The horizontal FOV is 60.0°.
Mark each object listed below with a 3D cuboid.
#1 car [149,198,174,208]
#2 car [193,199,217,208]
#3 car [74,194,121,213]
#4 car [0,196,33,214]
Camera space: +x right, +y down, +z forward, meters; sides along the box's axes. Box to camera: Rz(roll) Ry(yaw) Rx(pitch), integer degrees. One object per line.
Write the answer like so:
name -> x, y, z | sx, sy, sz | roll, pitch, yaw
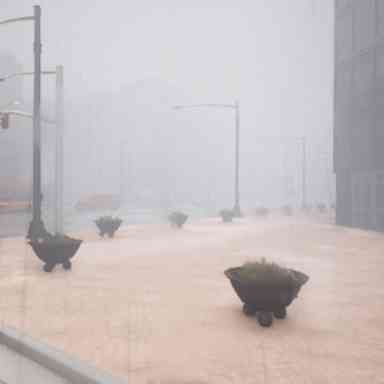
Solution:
car -> -4.757, 1.711, 52.328 | 2.128, 1.511, 4.902 | 1, -1, 35
car -> 2.317, 1.899, 56.207 | 2.033, 1.411, 5.357 | 1, -1, 35
car -> -10.605, 1.244, 37.943 | 2.150, 2.045, 5.566 | 0, 0, 35
car -> -18.237, 1.239, 33.176 | 2.097, 1.767, 4.553 | 1, 0, 35
